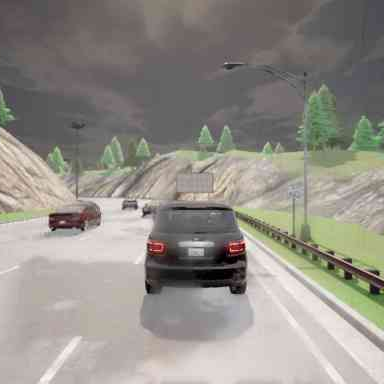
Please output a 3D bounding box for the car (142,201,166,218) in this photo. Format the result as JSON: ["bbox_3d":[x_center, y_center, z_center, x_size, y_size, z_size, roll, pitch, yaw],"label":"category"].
[{"bbox_3d":[-3.567,1.600,31.579,1.895,1.301,4.718,0,0,-2],"label":"car"}]

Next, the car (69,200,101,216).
[{"bbox_3d":[-10.697,1.564,33.536,1.994,1.385,4.181,0,0,-3],"label":"car"}]

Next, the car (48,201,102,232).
[{"bbox_3d":[-6.924,1.477,20.221,1.882,1.535,5.008,0,0,0],"label":"car"}]

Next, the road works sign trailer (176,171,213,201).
[{"bbox_3d":[0.188,0.464,21.612,2.380,3.560,2.880,0,0,0],"label":"road works sign trailer"}]

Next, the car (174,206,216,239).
[{"bbox_3d":[0.117,1.558,18.115,1.994,1.385,4.181,0,0,-1],"label":"car"}]

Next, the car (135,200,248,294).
[{"bbox_3d":[0.088,1.221,8.898,2.150,2.045,5.566,0,0,0],"label":"car"}]

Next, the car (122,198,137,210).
[{"bbox_3d":[-8.108,1.487,43.796,2.128,1.511,4.902,0,0,-7],"label":"car"}]
